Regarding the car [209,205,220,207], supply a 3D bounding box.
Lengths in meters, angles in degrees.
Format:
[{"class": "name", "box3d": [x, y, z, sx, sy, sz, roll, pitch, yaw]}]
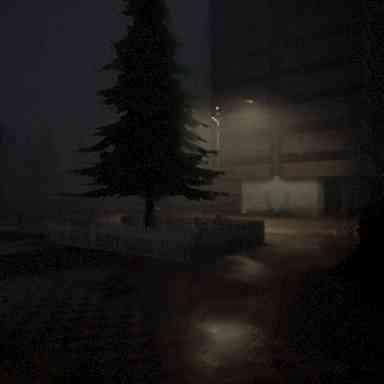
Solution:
[{"class": "car", "box3d": [4.494, 1.775, 54.540, 1.895, 1.301, 4.718, 0, 0, 36]}]

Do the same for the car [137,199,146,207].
[{"class": "car", "box3d": [-7.110, 1.747, 56.439, 1.837, 1.490, 4.892, 0, -1, 36]}]

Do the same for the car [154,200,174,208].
[{"class": "car", "box3d": [-4.718, 1.744, 53.775, 1.812, 1.442, 4.674, 0, -1, 36]}]
